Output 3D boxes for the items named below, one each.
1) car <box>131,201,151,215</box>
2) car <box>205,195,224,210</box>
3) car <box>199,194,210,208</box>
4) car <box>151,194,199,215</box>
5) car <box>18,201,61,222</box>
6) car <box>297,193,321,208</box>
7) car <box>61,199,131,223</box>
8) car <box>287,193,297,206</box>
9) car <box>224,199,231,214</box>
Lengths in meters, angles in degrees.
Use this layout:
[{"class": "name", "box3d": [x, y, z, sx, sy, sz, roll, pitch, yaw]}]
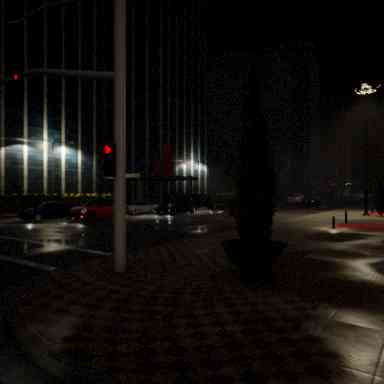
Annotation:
[{"class": "car", "box3d": [-5.525, 1.600, 34.674, 1.895, 1.301, 4.718, 0, 0, 35]}, {"class": "car", "box3d": [4.179, 1.491, 42.442, 2.128, 1.511, 4.902, 0, 0, 35]}, {"class": "car", "box3d": [0.610, 1.221, 43.445, 2.150, 2.045, 5.566, 0, 0, 35]}, {"class": "car", "box3d": [-1.663, 1.352, 34.086, 2.097, 1.767, 4.553, 0, 0, 35]}, {"class": "car", "box3d": [-11.190, 1.477, 26.550, 1.882, 1.535, 5.008, 0, 0, 35]}, {"class": "car", "box3d": [17.550, 1.351, 49.062, 2.097, 1.767, 4.553, 0, 0, 35]}, {"class": "car", "box3d": [-7.355, 1.352, 25.927, 2.097, 1.767, 4.553, 0, 0, 35]}, {"class": "car", "box3d": [17.623, 1.215, 55.288, 2.150, 2.045, 5.566, 0, -1, 35]}, {"class": "car", "box3d": [5.305, 1.477, 31.497, 1.882, 1.535, 5.008, 0, 0, 35]}]
